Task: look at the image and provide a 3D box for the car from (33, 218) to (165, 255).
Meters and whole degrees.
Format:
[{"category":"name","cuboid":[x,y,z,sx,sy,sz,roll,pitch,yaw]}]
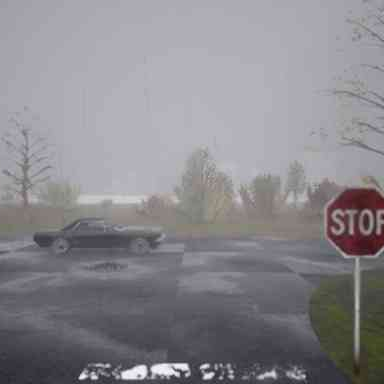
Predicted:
[{"category":"car","cuboid":[-3.421,1.664,12.972,4.718,1.301,1.895,0,0,0]}]
